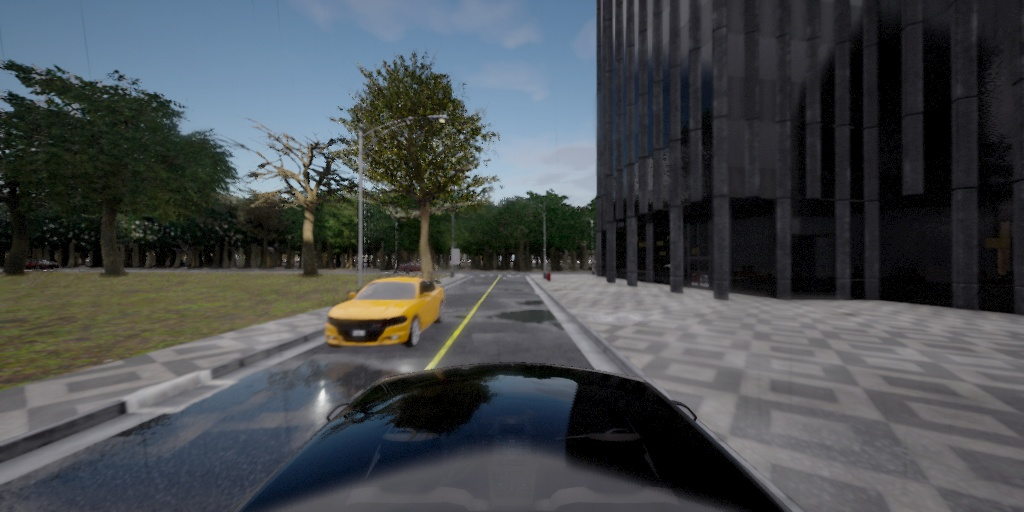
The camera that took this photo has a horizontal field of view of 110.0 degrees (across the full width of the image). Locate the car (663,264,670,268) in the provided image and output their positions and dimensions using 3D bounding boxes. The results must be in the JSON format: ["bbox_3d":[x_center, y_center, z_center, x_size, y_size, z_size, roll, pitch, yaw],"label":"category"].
[{"bbox_3d":[23.716,1.836,50.596,4.553,1.767,2.097,0,0,0],"label":"car"}]

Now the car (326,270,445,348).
[{"bbox_3d":[-3.097,1.318,9.751,1.882,1.535,5.008,0,-1,0],"label":"car"}]

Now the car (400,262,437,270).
[{"bbox_3d":[-13.094,1.650,50.458,5.008,1.535,1.882,1,0,0],"label":"car"}]
